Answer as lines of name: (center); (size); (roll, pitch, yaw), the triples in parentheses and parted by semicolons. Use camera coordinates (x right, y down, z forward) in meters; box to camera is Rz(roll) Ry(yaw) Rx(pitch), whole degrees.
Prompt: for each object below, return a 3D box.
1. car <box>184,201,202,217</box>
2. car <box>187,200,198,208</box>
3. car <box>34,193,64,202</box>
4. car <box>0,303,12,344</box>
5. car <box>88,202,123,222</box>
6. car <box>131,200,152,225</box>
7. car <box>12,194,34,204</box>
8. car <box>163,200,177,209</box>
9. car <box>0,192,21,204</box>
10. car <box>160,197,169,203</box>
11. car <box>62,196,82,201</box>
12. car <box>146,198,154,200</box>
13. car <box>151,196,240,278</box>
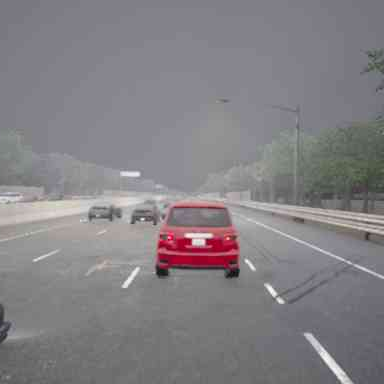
car: (0.138, 1.788, 35.980); (1.812, 1.442, 4.674); (1, 0, 0)
car: (0.089, 2.061, 59.784); (1.895, 1.301, 4.718); (1, 0, 0)
car: (-20.919, 1.214, 49.942); (2.150, 2.045, 5.566); (1, 0, 0)
car: (-3.357, 1.500, 2.014); (2.033, 1.411, 5.357); (1, 0, 0)
car: (-6.846, 1.554, 26.684); (2.128, 1.511, 4.902); (1, 0, 0)
car: (-3.346, 1.619, 24.962); (1.837, 1.490, 4.892); (1, 0, 0)
car: (-24.423, 1.436, 49.981); (1.837, 1.490, 4.892); (1, 0, 0)
car: (-3.394, 1.932, 52.157); (1.895, 1.301, 4.718); (1, 0, 0)
car: (-27.903, 1.095, 50.629); (2.150, 2.045, 5.566); (1, 0, 0)
car: (-6.959, 2.093, 83.638); (1.994, 1.385, 4.181); (1, -1, 0)
car: (-17.436, 1.620, 50.053); (1.994, 1.385, 4.181); (1, 0, 0)
car: (-6.900, 1.803, 55.564); (1.837, 1.490, 4.892); (1, 0, 0)
car: (0.160, 1.295, 10.549); (2.150, 2.045, 5.566); (1, 0, 0)
